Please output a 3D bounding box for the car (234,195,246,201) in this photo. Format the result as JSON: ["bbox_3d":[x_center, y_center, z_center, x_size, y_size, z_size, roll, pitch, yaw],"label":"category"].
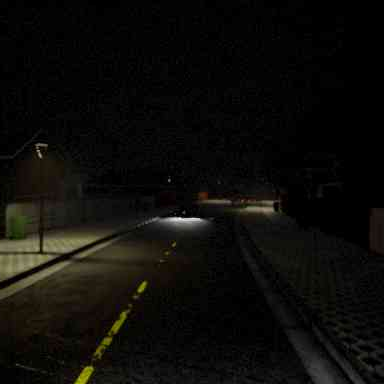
[{"bbox_3d":[9.881,1.145,68.598,1.994,1.385,4.181,1,1,19],"label":"car"}]

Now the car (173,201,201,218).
[{"bbox_3d":[-0.349,1.502,29.540,1.994,1.385,4.181,0,0,9],"label":"car"}]

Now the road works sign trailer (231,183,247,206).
[{"bbox_3d":[7.611,0.288,53.117,2.380,3.560,2.880,1,1,19],"label":"road works sign trailer"}]
